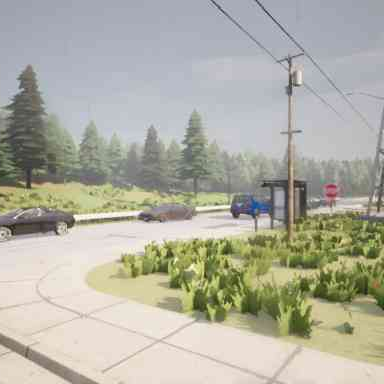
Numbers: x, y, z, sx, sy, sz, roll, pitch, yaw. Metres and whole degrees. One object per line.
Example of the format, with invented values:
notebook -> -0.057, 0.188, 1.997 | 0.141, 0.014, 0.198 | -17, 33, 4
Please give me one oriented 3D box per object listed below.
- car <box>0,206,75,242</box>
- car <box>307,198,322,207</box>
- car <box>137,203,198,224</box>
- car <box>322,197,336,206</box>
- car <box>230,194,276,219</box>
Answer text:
car -> -8.209, 1.491, 16.494 | 2.128, 1.511, 4.902 | 0, 0, 36
car -> 14.399, 1.564, 41.592 | 1.994, 1.385, 4.181 | 0, 0, 36
car -> -1.709, 1.547, 25.450 | 2.033, 1.411, 5.357 | 0, 0, 36
car -> 20.159, 1.525, 49.666 | 1.812, 1.442, 4.674 | 0, 0, 36
car -> 5.408, 1.221, 29.102 | 2.150, 2.045, 5.566 | 0, 0, 36
